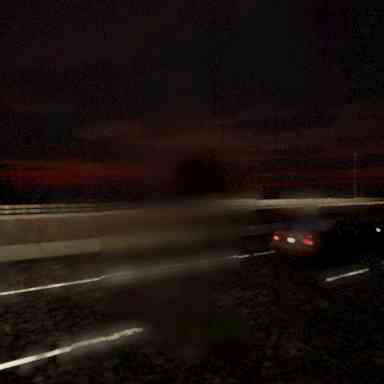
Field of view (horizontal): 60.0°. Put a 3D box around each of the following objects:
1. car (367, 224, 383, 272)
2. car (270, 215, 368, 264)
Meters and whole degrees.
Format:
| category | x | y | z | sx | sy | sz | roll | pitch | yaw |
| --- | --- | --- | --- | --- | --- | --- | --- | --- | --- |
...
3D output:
| category | x | y | z | sx | sy | sz | roll | pitch | yaw |
| --- | --- | --- | --- | --- | --- | --- | --- | --- | --- |
| car | 7.177 | 1.549 | 8.955 | 5.357 | 1.411 | 2.033 | 0 | 0 | -35 |
| car | 5.149 | 1.549 | 11.808 | 5.357 | 1.411 | 2.033 | 0 | 0 | -35 |
